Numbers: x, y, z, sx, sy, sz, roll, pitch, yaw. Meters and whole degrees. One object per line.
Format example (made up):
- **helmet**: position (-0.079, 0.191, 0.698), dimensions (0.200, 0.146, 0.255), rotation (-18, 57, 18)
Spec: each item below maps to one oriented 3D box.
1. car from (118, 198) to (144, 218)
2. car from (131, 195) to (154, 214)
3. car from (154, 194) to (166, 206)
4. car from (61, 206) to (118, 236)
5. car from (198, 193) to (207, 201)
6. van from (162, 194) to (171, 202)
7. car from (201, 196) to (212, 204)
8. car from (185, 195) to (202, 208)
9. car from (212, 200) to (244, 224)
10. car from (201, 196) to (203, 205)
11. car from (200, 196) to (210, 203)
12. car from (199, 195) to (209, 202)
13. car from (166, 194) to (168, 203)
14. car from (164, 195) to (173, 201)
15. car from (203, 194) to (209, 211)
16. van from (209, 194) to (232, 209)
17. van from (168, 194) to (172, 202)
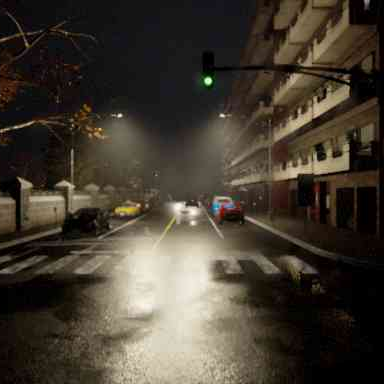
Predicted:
- **car**: position (-5.689, 1.499, 29.539), dimensions (1.752, 1.417, 4.829), rotation (0, 0, 0)
- **car**: position (-5.690, 1.287, 35.339), dimensions (2.192, 1.841, 5.009), rotation (0, 0, 0)
- **car**: position (-5.690, 1.411, 52.230), dimensions (1.967, 1.590, 4.097), rotation (0, 0, 0)
- **car**: position (-5.689, 1.547, 18.448), dimensions (1.947, 1.339, 4.313), rotation (0, 0, 0)
- **car**: position (2.688, 1.308, 86.010), dimensions (2.192, 1.841, 5.009), rotation (0, 0, 0)
- **van**: position (-5.691, 1.322, 74.749), dimensions (1.690, 1.788, 3.998), rotation (0, 0, 0)
- **car**: position (2.689, 1.524, 63.490), dimensions (2.008, 1.369, 4.403), rotation (0, 0, 0)
- **car**: position (-0.003, 1.518, 47.164), dimensions (2.033, 1.411, 5.357), rotation (0, 0, 0)
- **car**: position (2.691, 1.522, 24.078), dimensions (1.887, 1.381, 4.507), rotation (0, 0, 0)
- **car**: position (2.689, 1.521, 46.600), dimensions (2.008, 1.369, 4.403), rotation (0, 0, 0)
- **car**: position (2.688, 1.521, 69.120), dimensions (1.887, 1.381, 4.507), rotation (0, 0, 0)
- **car**: position (2.689, 1.421, 74.749), dimensions (1.967, 1.590, 4.097), rotation (0, 0, 0)
- **car**: position (-5.690, 1.412, 57.859), dimensions (1.967, 1.590, 4.097), rotation (0, 0, 0)
- **car**: position (-5.692, 1.537, 80.379), dimensions (2.008, 1.369, 4.403), rotation (0, 0, 0)
- **car**: position (2.691, 1.411, 40.970), dimensions (1.967, 1.590, 4.097), rotation (0, 0, 0)
- **van**: position (2.691, 1.315, 29.709), dimensions (1.690, 1.788, 3.998), rotation (0, 0, 0)
- **van**: position (-5.691, 1.318, 69.120), dimensions (1.690, 1.788, 3.998), rotation (0, 0, 0)
